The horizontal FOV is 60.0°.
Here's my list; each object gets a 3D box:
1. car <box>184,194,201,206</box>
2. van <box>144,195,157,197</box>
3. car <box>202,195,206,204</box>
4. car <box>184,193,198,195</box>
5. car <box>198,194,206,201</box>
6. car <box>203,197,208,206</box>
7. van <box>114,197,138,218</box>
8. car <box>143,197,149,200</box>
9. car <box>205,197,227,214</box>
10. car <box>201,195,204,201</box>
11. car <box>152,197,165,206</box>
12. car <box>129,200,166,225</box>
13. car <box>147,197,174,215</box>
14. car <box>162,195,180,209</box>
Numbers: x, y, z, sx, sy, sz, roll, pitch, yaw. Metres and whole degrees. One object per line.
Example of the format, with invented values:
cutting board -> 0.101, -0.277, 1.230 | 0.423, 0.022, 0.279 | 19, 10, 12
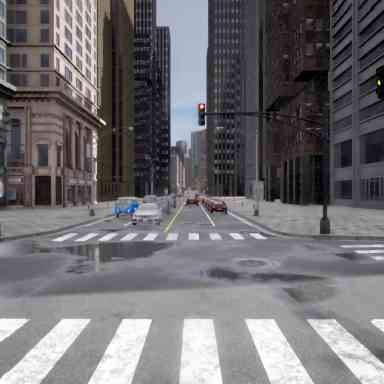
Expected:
car -> 0.014, 1.500, 54.790 | 1.882, 1.535, 5.008 | 0, 0, 0
van -> -5.809, 1.357, 46.519 | 1.690, 1.788, 3.998 | 0, 0, 0
car -> 2.742, 1.561, 46.508 | 1.887, 1.381, 4.507 | 0, 0, 0
car -> -0.044, 1.522, 65.170 | 2.128, 1.511, 4.902 | 0, 0, 0
car -> 2.702, 1.490, 90.712 | 1.967, 1.590, 4.097 | 0, 0, 0
car -> 2.747, 1.557, 40.982 | 1.887, 1.381, 4.507 | 0, 0, 0
van -> -5.800, 1.347, 29.944 | 1.690, 1.788, 3.998 | 0, 0, 0
car -> -5.803, 1.553, 35.469 | 1.887, 1.381, 4.507 | 0, 0, 0
car -> 2.752, 1.553, 35.457 | 1.887, 1.381, 4.507 | 0, 0, 0
car -> 2.737, 1.546, 52.203 | 1.752, 1.417, 4.829 | 0, 0, 0
car -> -5.814, 1.606, 57.569 | 1.802, 1.307, 4.206 | 0, 0, 0
car -> -3.118, 1.529, 24.012 | 1.812, 1.442, 4.674 | 0, 0, -2
car -> -3.122, 1.513, 34.054 | 1.837, 1.490, 4.892 | 0, 0, 0
car -> -3.121, 1.507, 45.470 | 2.128, 1.511, 4.902 | 0, 0, 0
